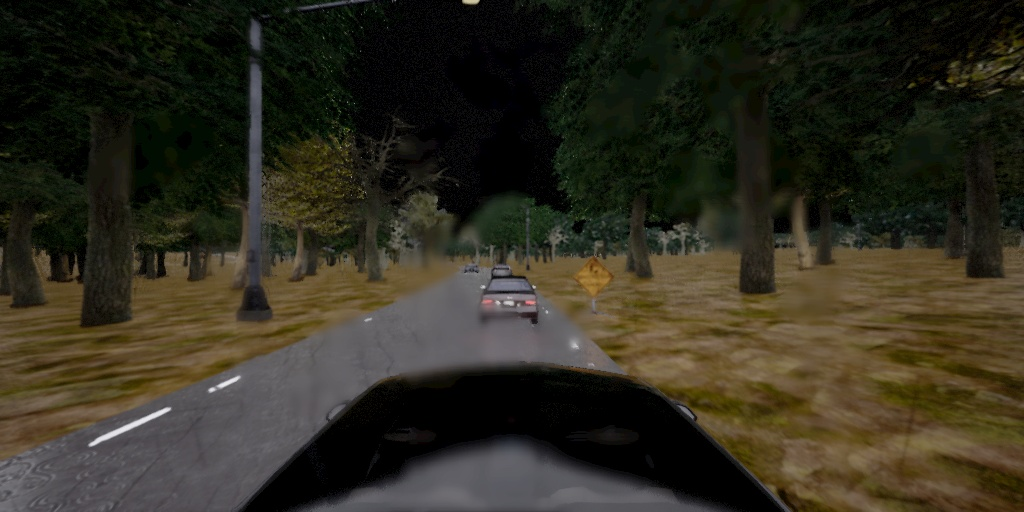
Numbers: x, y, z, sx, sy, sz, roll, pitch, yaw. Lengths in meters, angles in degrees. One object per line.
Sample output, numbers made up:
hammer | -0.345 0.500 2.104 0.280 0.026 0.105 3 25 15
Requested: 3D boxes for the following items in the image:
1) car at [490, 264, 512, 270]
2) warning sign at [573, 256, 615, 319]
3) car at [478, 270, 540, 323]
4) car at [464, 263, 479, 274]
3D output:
car | -0.978 1.455 32.502 2.128 1.511 4.902 0 0 -3
warning sign | 2.541 0.926 11.025 1.300 1.860 1.060 0 0 -1
car | -0.101 1.367 12.403 2.033 1.411 5.357 0 0 -1
car | -5.489 1.670 48.857 1.994 1.385 4.181 0 -1 -5
